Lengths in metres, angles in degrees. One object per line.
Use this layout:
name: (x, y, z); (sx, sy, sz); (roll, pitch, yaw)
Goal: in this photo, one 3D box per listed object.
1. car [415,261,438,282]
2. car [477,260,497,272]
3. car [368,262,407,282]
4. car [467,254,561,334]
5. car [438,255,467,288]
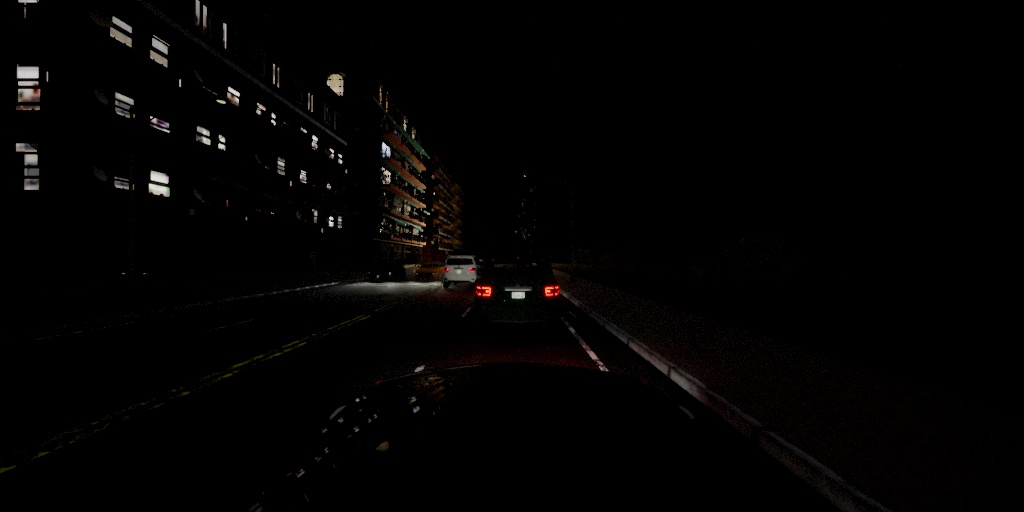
car: (-6.600, 1.231, 29.649); (1.882, 1.535, 5.008); (0, 0, 0)
car: (-3.151, 1.242, 45.860); (2.128, 1.511, 4.902); (0, 0, 0)
car: (-9.851, 1.258, 28.729); (1.837, 1.490, 4.892); (0, 0, 0)
car: (0.102, 0.973, 10.721); (2.150, 2.045, 5.566); (0, 0, -1)
car: (-3.151, 0.975, 24.011); (2.150, 2.045, 5.566); (0, 0, 0)
